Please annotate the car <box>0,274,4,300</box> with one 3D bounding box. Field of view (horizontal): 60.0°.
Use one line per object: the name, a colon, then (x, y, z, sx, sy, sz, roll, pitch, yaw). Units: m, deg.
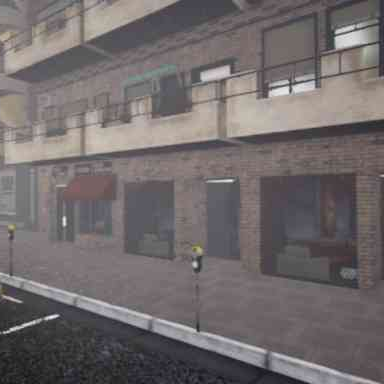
car: (-5.673, 1.518, 6.779, 4.829, 1.417, 1.752, 0, -1, 36)
